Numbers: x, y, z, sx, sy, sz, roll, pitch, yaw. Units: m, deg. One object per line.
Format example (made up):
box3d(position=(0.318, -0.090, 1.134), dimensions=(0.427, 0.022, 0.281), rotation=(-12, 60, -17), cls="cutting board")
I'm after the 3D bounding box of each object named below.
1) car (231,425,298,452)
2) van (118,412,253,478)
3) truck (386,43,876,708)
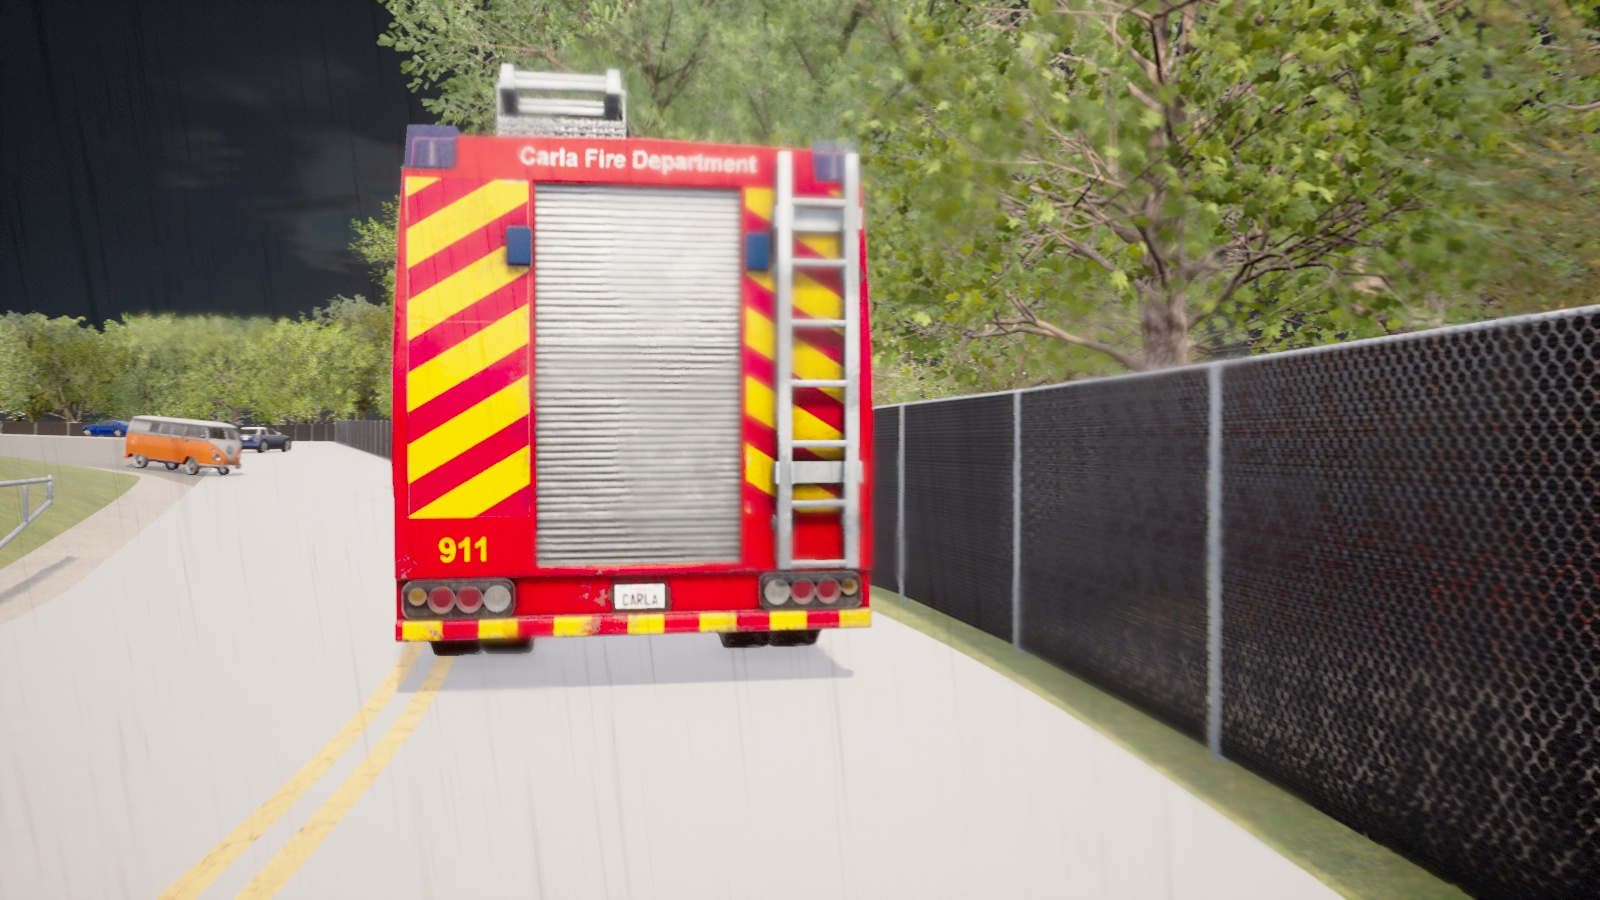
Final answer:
box3d(position=(-31.523, -0.689, 73.998), dimensions=(1.970, 1.475, 3.806), rotation=(1, 1, 7), cls="car")
box3d(position=(-22.510, -0.186, 45.998), dimensions=(4.442, 1.987, 1.775), rotation=(5, 0, 22), cls="van")
box3d(position=(-1.691, -0.478, 11.651), dimensions=(2.891, 3.827, 8.468), rotation=(0, 1, -10), cls="truck")
